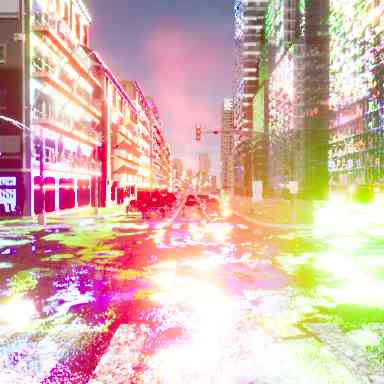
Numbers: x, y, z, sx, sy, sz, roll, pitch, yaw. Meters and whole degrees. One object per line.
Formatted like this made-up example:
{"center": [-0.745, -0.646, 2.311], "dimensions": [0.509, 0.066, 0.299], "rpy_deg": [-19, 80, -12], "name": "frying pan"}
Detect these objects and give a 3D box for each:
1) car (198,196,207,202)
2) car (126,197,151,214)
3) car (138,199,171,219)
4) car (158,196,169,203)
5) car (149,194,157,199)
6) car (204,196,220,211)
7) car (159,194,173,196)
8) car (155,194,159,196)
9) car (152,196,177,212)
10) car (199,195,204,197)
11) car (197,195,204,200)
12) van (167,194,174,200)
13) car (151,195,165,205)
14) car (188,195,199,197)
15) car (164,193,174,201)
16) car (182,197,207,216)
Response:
{"center": [2.404, 1.545, 74.955], "dimensions": [1.887, 1.381, 4.507], "rpy_deg": [-1, 0, 0], "name": "car"}
{"center": [-5.815, 1.539, 35.328], "dimensions": [1.887, 1.381, 4.507], "rpy_deg": [-1, 0, 0], "name": "car"}
{"center": [-3.193, 1.559, 29.115], "dimensions": [1.994, 1.385, 4.181], "rpy_deg": [0, 0, 0], "name": "car"}
{"center": [-5.925, 1.581, 69.222], "dimensions": [1.802, 1.307, 4.206], "rpy_deg": [-1, 0, 0], "name": "car"}
{"center": [-5.835, 1.434, 40.977], "dimensions": [1.967, 1.590, 4.097], "rpy_deg": [-1, 0, 0], "name": "car"}
{"center": [2.513, 1.539, 41.062], "dimensions": [1.887, 1.381, 4.507], "rpy_deg": [-1, 0, 0], "name": "car"}
{"center": [-3.247, 1.486, 49.163], "dimensions": [2.128, 1.511, 4.902], "rpy_deg": [0, 0, 0], "name": "car"}
{"center": [-5.873, 1.310, 52.275], "dimensions": [2.192, 1.841, 5.009], "rpy_deg": [-1, 0, 0], "name": "car"}
{"center": [-3.215, 1.558, 39.041], "dimensions": [1.994, 1.385, 4.181], "rpy_deg": [0, 0, 0], "name": "car"}
{"center": [2.440, 1.548, 63.657], "dimensions": [2.008, 1.369, 4.403], "rpy_deg": [-1, 0, 0], "name": "car"}
{"center": [2.347, 1.531, 92.073], "dimensions": [1.752, 1.417, 4.829], "rpy_deg": [-1, 0, 0], "name": "car"}
{"center": [-6.002, 1.346, 91.816], "dimensions": [1.690, 1.788, 3.998], "rpy_deg": [-1, 0, 0], "name": "van"}
{"center": [-5.890, 1.436, 57.923], "dimensions": [1.967, 1.590, 4.097], "rpy_deg": [-1, 0, 0], "name": "car"}
{"center": [-0.102, 1.503, 62.692], "dimensions": [1.837, 1.490, 4.892], "rpy_deg": [0, 0, 0], "name": "car"}
{"center": [-5.984, 1.318, 86.169], "dimensions": [2.192, 1.841, 5.009], "rpy_deg": [-1, 0, 0], "name": "car"}
{"center": [0.024, 1.542, 32.270], "dimensions": [2.033, 1.411, 5.357], "rpy_deg": [0, 0, -1], "name": "car"}
